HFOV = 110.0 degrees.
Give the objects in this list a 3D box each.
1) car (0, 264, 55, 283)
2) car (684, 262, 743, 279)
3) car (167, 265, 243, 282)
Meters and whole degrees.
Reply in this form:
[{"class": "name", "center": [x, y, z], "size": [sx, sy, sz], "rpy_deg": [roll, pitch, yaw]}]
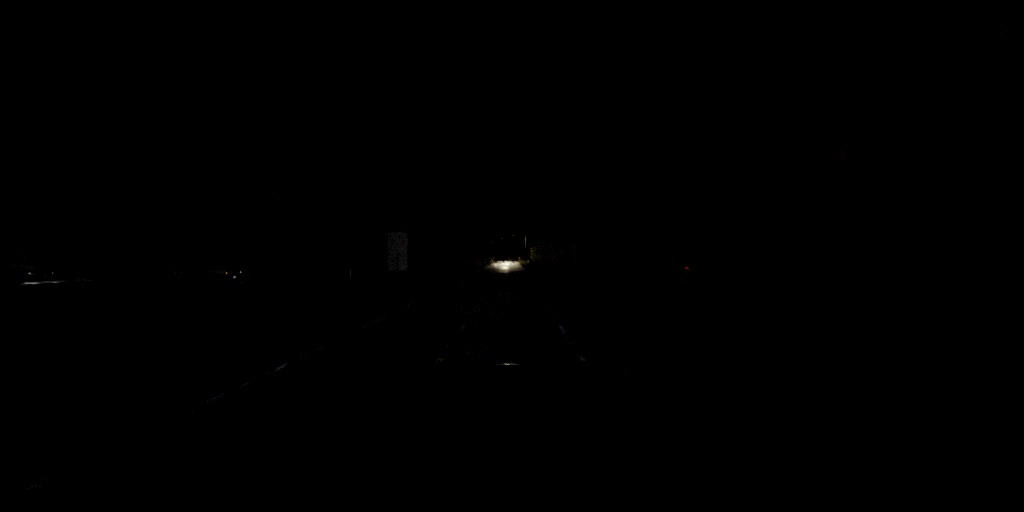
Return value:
[{"class": "car", "center": [-39.313, 1.328, 28.411], "size": [4.674, 1.442, 1.812], "rpy_deg": [0, 1, 0]}, {"class": "car", "center": [17.545, 1.230, 31.252], "size": [4.892, 1.490, 1.837], "rpy_deg": [0, 1, -7]}, {"class": "car", "center": [-24.207, 1.383, 28.423], "size": [4.718, 1.301, 1.895], "rpy_deg": [0, 1, 0]}]
